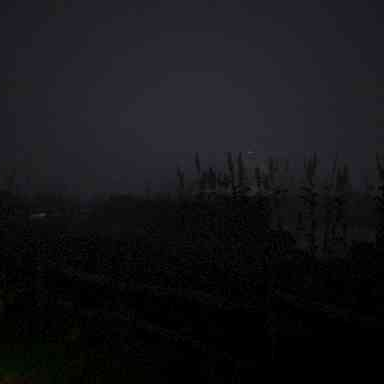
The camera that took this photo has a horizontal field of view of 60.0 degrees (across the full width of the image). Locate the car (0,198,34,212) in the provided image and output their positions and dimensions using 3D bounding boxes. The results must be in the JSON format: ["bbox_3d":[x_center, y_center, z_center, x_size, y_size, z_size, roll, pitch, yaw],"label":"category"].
[{"bbox_3d":[-14.073,1.207,24.203,2.128,1.511,4.902,0,2,38],"label":"car"}]
